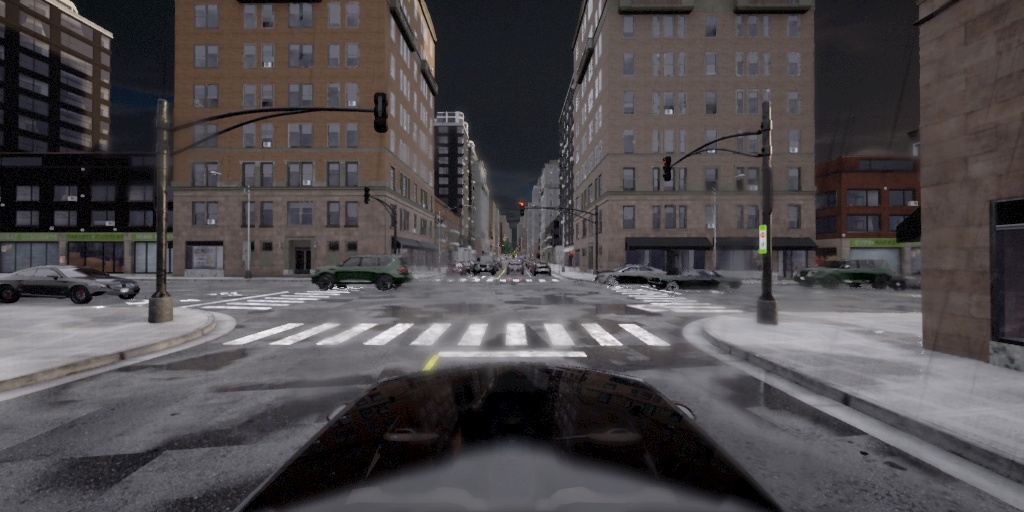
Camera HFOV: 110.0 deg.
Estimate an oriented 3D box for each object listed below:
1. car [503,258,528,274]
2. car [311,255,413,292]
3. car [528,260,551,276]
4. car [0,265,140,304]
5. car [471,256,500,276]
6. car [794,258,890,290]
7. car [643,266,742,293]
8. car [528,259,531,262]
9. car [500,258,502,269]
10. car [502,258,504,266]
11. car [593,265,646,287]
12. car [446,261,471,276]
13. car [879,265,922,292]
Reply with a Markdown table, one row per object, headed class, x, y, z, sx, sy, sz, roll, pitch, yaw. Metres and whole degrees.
| class | x | y | z | sx | sy | sz | roll | pitch | yaw |
| --- | --- | --- | --- | --- | --- | --- | --- | --- | --- |
| car | 0.400 | 1.243 | 40.780 | 2.128 | 1.511 | 4.902 | 0 | 0 | 1 |
| car | -8.672 | 0.949 | 21.106 | 5.566 | 2.045 | 2.150 | 1 | 0 | 0 |
| car | 2.962 | 1.316 | 36.197 | 1.948 | 1.339 | 4.313 | 0 | 0 | 1 |
| car | -17.929 | 1.105 | 14.483 | 4.674 | 1.442 | 1.812 | 0 | -1 | 1 |
| car | -2.787 | 0.974 | 37.804 | 2.150 | 2.045 | 5.566 | 0 | 0 | 1 |
| car | 22.378 | 1.178 | 24.186 | 5.566 | 2.045 | 2.150 | 0 | -1 | 0 |
| car | 10.568 | 1.449 | 21.011 | 4.718 | 1.301 | 1.895 | 0 | -1 | 0 |
| car | 3.029 | 1.295 | 41.728 | 1.888 | 1.381 | 4.507 | 0 | 0 | 1 |
| car | -2.665 | 1.255 | 47.892 | 1.837 | 1.490 | 4.892 | 0 | 0 | 1 |
| car | -2.529 | 1.350 | 58.148 | 1.895 | 1.301 | 4.718 | 0 | 0 | 1 |
| car | 8.021 | 1.336 | 24.274 | 4.902 | 1.511 | 2.128 | 1 | -1 | 0 |
| car | -5.563 | 1.334 | 36.297 | 1.802 | 1.307 | 4.207 | 0 | 0 | 1 |
| car | 24.991 | 1.448 | 20.914 | 4.892 | 1.490 | 1.837 | 0 | -1 | 0 |
